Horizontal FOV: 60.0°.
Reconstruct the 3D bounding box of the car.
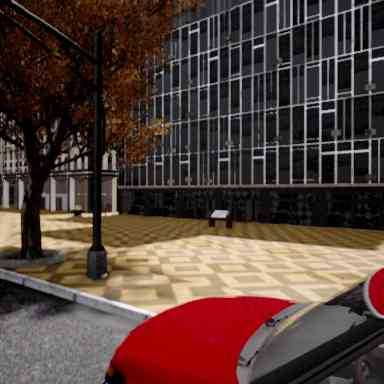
[{"bbox_3d":[1.637,1.316,1.709,5.009,1.841,2.192,0,0,36],"label":"car"}]
